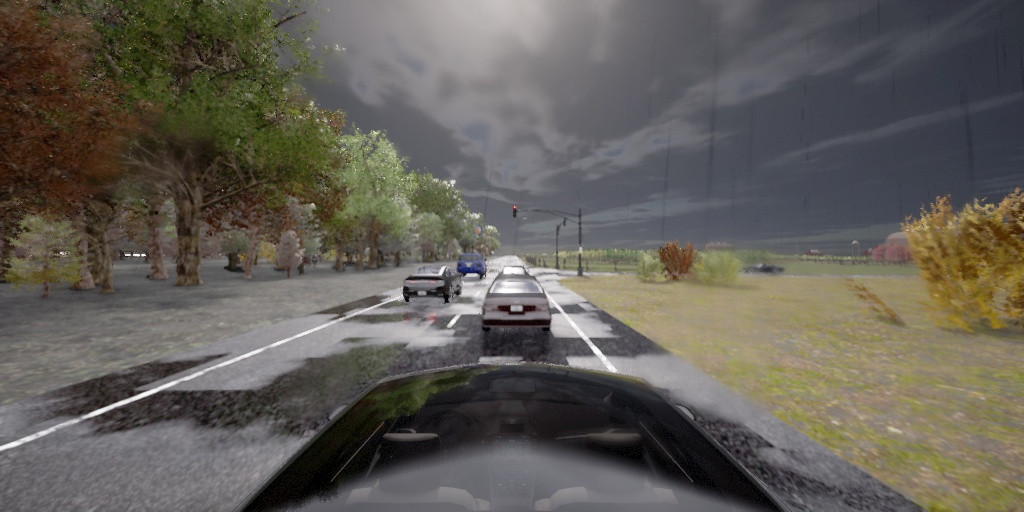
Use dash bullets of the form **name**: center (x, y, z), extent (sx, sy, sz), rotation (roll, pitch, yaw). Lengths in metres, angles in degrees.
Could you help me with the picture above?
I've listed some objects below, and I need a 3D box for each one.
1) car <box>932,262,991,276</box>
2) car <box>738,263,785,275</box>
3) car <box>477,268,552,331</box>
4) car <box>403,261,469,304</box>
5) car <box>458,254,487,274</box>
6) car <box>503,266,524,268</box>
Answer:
- **car**: center (48.590, 1.625, 38.656), extent (5.357, 1.411, 2.033), rotation (1, -1, 1)
- **car**: center (29.292, 1.508, 42.346), extent (4.718, 1.301, 1.895), rotation (1, -1, 0)
- **car**: center (0.101, 1.251, 10.826), extent (2.033, 1.411, 5.357), rotation (0, 0, 0)
- **car**: center (-3.399, 1.168, 15.982), extent (2.128, 1.511, 4.902), rotation (0, 0, 0)
- **car**: center (-3.399, 0.822, 30.799), extent (2.150, 2.045, 5.566), rotation (0, 1, 0)
- **car**: center (0.105, 1.218, 20.212), extent (1.994, 1.385, 4.181), rotation (0, 0, 0)
